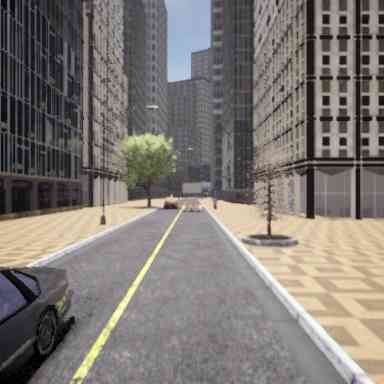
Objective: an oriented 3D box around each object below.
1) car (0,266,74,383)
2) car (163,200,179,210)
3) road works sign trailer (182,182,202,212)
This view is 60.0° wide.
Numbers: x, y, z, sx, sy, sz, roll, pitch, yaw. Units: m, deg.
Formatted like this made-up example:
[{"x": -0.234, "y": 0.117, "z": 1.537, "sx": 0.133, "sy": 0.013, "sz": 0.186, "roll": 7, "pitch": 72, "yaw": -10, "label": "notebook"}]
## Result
[{"x": -2.851, "y": 1.551, "z": 3.195, "sx": 2.033, "sy": 1.411, "sz": 5.357, "roll": 0, "pitch": 0, "yaw": 0, "label": "car"}, {"x": -2.825, "y": 1.707, "z": 45.251, "sx": 1.895, "sy": 1.301, "sz": 4.718, "roll": 0, "pitch": 0, "yaw": 0, "label": "car"}, {"x": 0.005, "y": 0.554, "z": 39.720, "sx": 2.380, "sy": 3.560, "sz": 2.880, "roll": 0, "pitch": 0, "yaw": 0, "label": "road works sign trailer"}]
